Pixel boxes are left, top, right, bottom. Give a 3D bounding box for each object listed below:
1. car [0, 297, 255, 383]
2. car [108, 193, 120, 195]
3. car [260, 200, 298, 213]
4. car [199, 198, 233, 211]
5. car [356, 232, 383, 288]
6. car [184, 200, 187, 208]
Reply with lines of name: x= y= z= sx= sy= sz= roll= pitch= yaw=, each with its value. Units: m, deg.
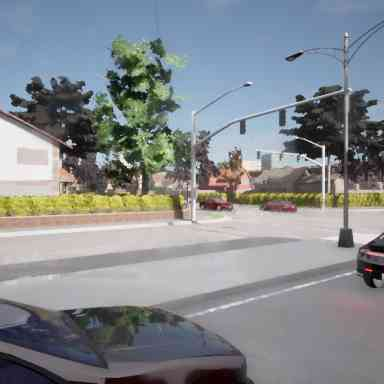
car: x=-2.019 y=1.547 z=2.308 sx=5.357 sy=1.411 sz=2.033 roll=0 pitch=0 yaw=-35
car: x=-14.769 y=1.221 z=64.650 sx=2.150 sy=2.045 sz=5.566 roll=0 pitch=0 yaw=-35
car: x=9.661 y=1.564 z=37.232 sx=1.994 sy=1.385 sz=4.181 roll=0 pitch=0 yaw=-36
car: x=2.896 y=1.478 z=40.265 sx=1.882 sy=1.535 sz=5.008 roll=0 pitch=0 yaw=-36
car: x=5.897 y=1.492 z=7.997 sx=4.902 sy=1.511 sz=2.128 roll=0 pitch=0 yaw=-35
car: x=-2.518 y=1.352 z=47.708 sx=2.097 sy=1.767 sz=4.553 roll=0 pitch=0 yaw=-36
